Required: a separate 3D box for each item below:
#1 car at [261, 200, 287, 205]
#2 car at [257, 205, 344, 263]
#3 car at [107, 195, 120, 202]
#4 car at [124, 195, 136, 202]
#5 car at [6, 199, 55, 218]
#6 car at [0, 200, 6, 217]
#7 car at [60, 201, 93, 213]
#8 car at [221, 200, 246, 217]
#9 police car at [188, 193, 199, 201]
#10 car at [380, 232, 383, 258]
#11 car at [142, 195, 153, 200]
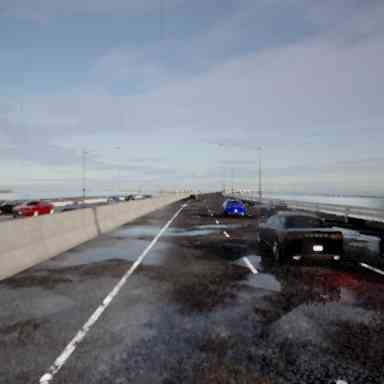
[{"bbox_3d":[7.267,1.455,29.391,2.128,1.511,4.902,0,0,1],"label":"car"},{"bbox_3d":[3.629,1.465,12.021,1.882,1.535,5.008,0,0,0],"label":"car"},{"bbox_3d":[-16.590,1.393,70.435,1.812,1.442,4.674,0,0,1],"label":"car"},{"bbox_3d":[-13.092,1.369,70.339,1.837,1.490,4.892,0,0,1],"label":"car"},{"bbox_3d":[-13.927,1.440,29.527,1.882,1.535,5.008,0,0,1],"label":"car"},{"bbox_3d":[-17.418,1.454,30.303,2.128,1.511,4.902,0,0,1],"label":"car"},{"bbox_3d":[-10.418,1.525,30.314,1.994,1.385,4.181,0,0,1],"label":"car"},{"bbox_3d":[3.784,1.439,30.950,1.882,1.535,5.008,0,0,1],"label":"car"},{"bbox_3d":[0.127,1.274,80.001,1.930,1.638,5.238,0,0,2],"label":"police car"},{"bbox_3d":[7.110,1.468,8.945,1.882,1.535,5.008,0,0,0],"label":"car"},{"bbox_3d":[-9.556,1.320,71.692,1.882,1.535,5.008,0,0,1],"label":"car"}]
